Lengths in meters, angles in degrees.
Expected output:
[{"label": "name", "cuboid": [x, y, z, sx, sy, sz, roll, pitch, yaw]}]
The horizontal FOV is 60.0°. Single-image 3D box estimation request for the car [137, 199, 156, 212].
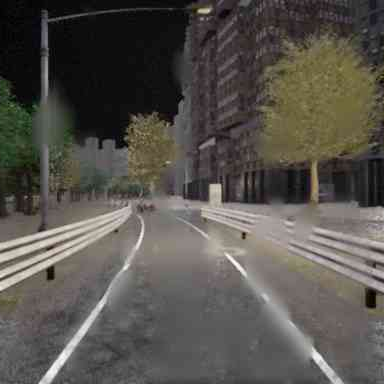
[{"label": "car", "cuboid": [-6.200, 1.755, 45.017, 2.097, 1.767, 4.553, 0, -1, -15]}]
